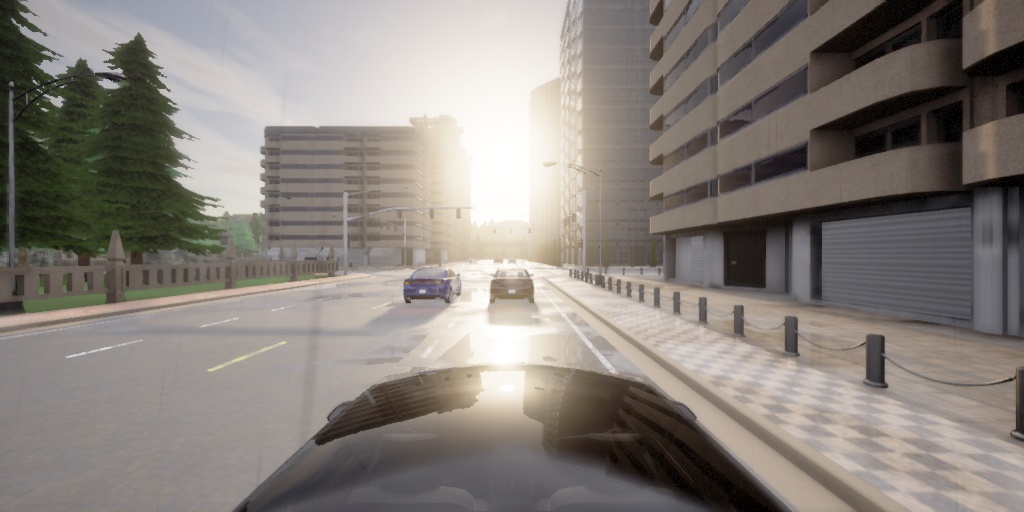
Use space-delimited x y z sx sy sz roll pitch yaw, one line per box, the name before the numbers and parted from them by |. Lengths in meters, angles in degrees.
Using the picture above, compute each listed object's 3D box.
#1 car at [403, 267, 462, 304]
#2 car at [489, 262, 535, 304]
car | -3.500 1.233 16.500 1.882 1.535 5.008 0 0 0
car | 0.000 1.233 16.500 1.882 1.535 5.008 0 0 0
